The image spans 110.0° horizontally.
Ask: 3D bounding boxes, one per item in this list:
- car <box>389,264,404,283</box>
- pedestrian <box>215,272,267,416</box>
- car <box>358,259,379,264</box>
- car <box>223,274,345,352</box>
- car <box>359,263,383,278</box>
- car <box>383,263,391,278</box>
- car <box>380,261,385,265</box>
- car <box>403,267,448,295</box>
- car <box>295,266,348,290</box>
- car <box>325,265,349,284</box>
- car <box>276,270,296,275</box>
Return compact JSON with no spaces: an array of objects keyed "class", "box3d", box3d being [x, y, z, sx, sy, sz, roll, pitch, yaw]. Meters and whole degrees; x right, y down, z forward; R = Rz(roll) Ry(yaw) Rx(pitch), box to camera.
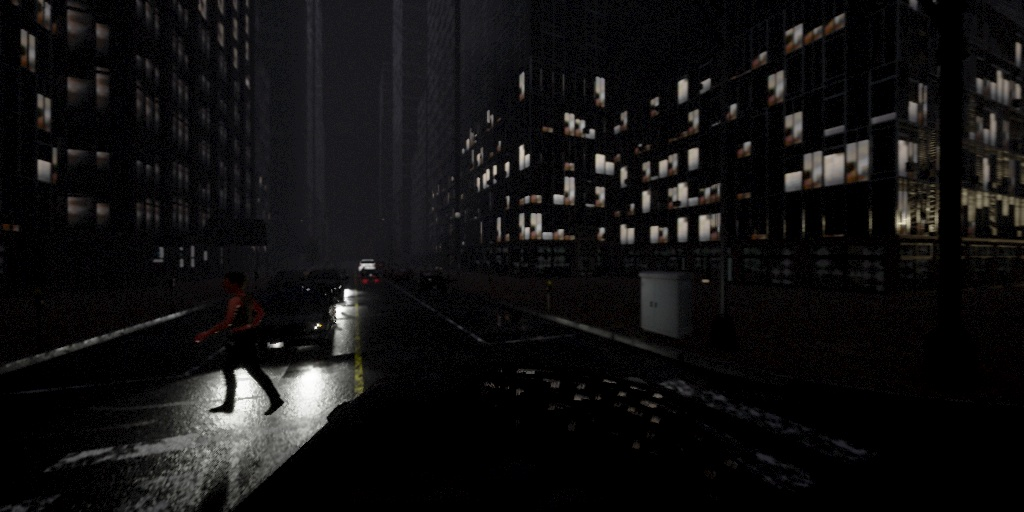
[{"class":"car","box3d":[-9.560,1.636,31.750,1.802,1.307,4.207,0,0,-24]},{"class":"pedestrian","box3d":[-3.414,1.082,4.539,0.375,1.860,0.375,-1,1,-24]},{"class":"car","box3d":[-20.249,1.491,50.116,2.150,2.045,5.566,0,-1,-24]},{"class":"car","box3d":[-5.697,1.388,9.489,2.033,1.411,5.357,0,-1,-24]},{"class":"car","box3d":[-15.964,1.761,40.313,1.895,1.301,4.718,0,-1,-24]},{"class":"car","box3d":[-11.824,1.656,36.925,1.888,1.381,4.507,0,0,-24]},{"class":"car","box3d":[-14.088,1.608,42.100,1.967,1.591,4.097,0,0,-24]},{"class":"car","box3d":[-5.032,1.492,21.400,2.007,1.370,4.403,0,0,-24]},{"class":"car","box3d":[-9.629,1.441,18.483,1.837,1.490,4.892,0,-1,-24]},{"class":"car","box3d":[-13.607,1.635,27.573,1.895,1.301,4.718,0,-1,-23]},{"class":"car","box3d":[-14.475,1.566,23.405,1.948,1.339,4.313,0,0,-24]}]
